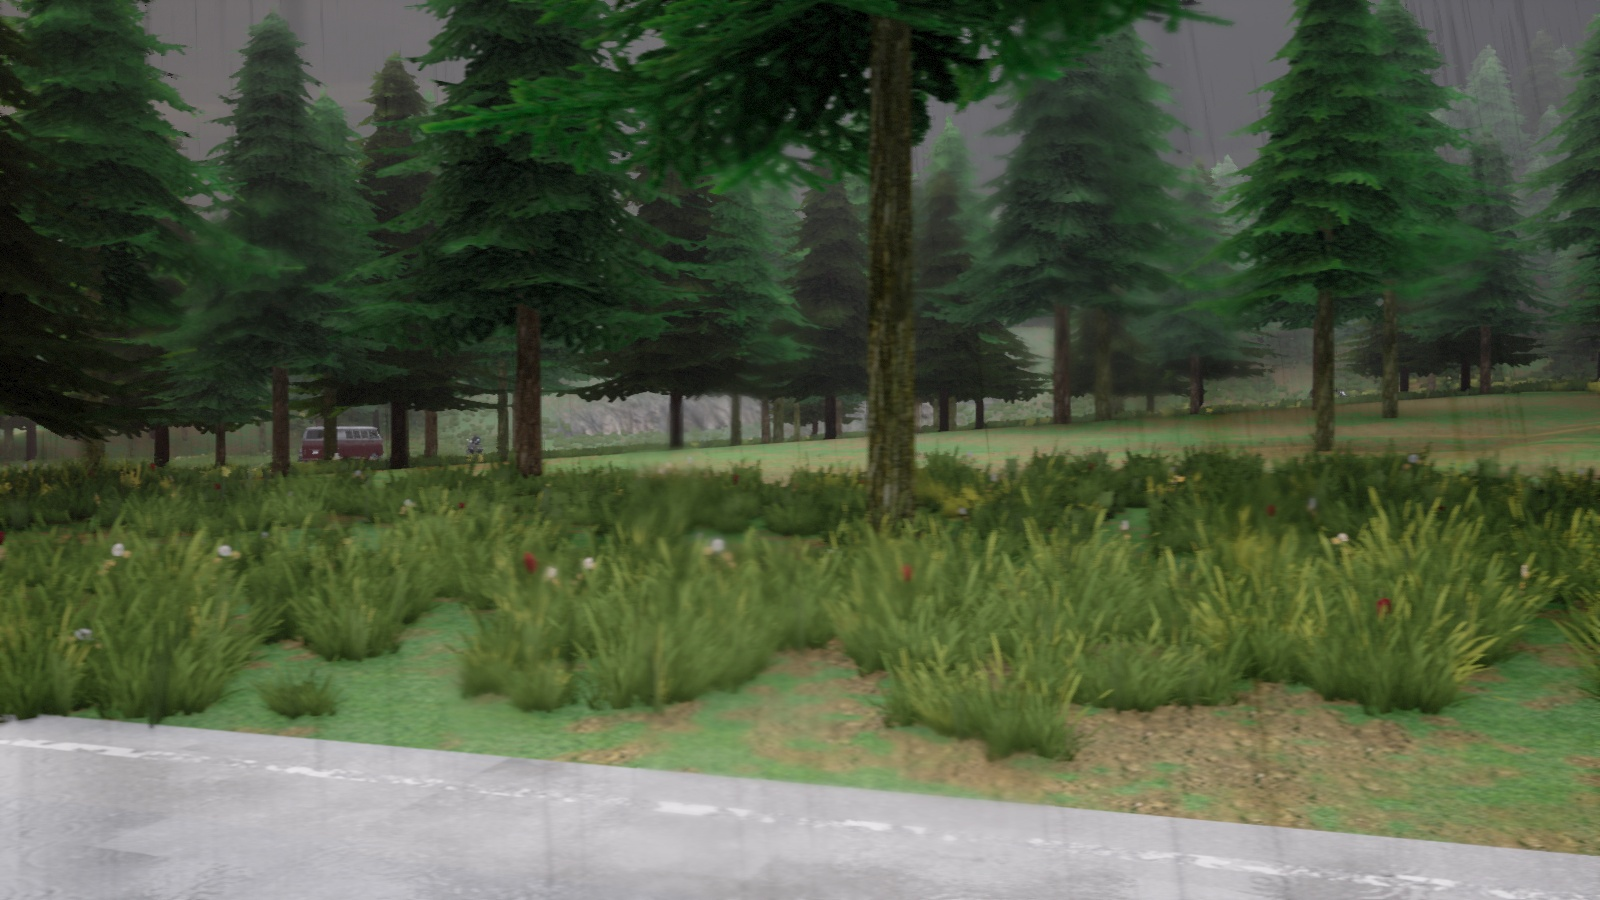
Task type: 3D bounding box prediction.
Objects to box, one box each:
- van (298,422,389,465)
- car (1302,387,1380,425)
[{"bbox_3d":[-22.095,-0.340,60.929,1.775,1.987,4.442,1,1,18],"label":"van"},{"bbox_3d":[32.307,-2.583,74.986,3.866,1.878,1.905,-6,-3,34],"label":"car"}]
